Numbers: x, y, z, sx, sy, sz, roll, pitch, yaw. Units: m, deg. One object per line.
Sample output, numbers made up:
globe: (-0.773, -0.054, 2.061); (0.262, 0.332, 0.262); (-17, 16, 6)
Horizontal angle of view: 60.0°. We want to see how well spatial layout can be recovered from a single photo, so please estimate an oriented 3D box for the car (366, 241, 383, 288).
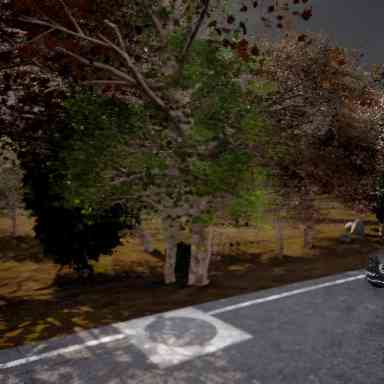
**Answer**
car: (6.351, 1.679, 8.490); (4.892, 1.490, 1.837); (3, -2, -35)
